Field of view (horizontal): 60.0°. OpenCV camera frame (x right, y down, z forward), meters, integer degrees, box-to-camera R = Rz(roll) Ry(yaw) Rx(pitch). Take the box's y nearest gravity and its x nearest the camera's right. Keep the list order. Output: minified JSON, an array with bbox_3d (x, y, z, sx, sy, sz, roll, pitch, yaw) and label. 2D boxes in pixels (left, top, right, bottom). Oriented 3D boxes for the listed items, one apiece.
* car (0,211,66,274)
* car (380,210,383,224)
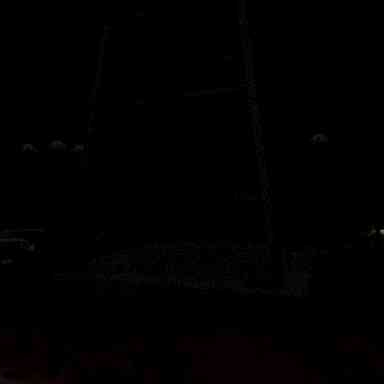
[{"bbox_3d":[-5.701,1.645,11.550,1.905,1.878,3.866,-1,-1,-8],"label":"car"},{"bbox_3d":[14.344,1.657,23.102,2.033,1.411,5.357,-2,-1,23],"label":"car"}]
